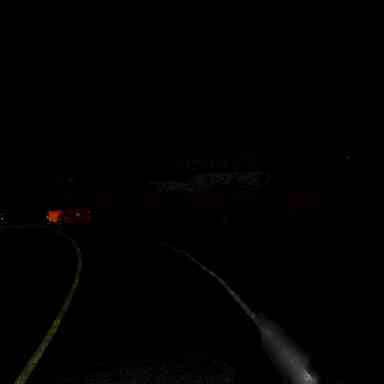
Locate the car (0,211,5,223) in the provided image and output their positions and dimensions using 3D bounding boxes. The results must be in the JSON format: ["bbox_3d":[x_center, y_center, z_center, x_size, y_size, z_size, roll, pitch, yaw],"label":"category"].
[{"bbox_3d":[-16.867,1.774,26.823,4.902,1.511,2.128,-1,-1,39],"label":"car"}]

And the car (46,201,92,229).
[{"bbox_3d":[-8.749,1.518,23.505,2.097,1.767,4.553,0,-1,-37],"label":"car"}]
